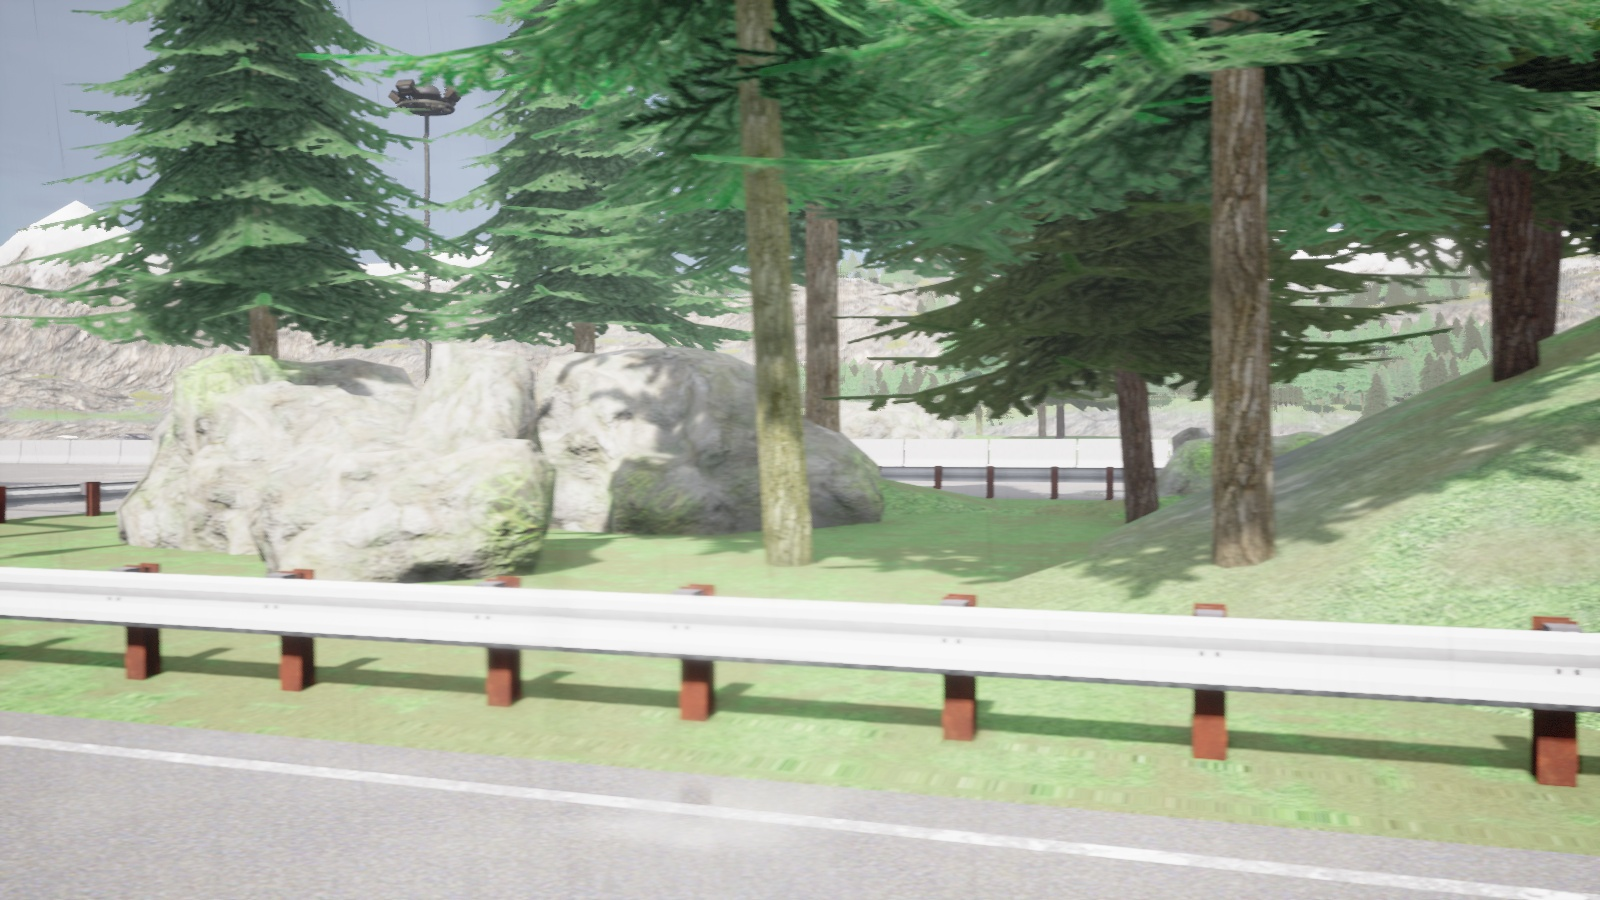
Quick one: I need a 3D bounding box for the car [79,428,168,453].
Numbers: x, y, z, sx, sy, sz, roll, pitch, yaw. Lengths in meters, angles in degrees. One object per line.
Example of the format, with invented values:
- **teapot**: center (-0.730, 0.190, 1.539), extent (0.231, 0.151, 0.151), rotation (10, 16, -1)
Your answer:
- **car**: center (-42.364, -0.632, 78.647), extent (4.902, 1.511, 2.128), rotation (1, 1, 18)
